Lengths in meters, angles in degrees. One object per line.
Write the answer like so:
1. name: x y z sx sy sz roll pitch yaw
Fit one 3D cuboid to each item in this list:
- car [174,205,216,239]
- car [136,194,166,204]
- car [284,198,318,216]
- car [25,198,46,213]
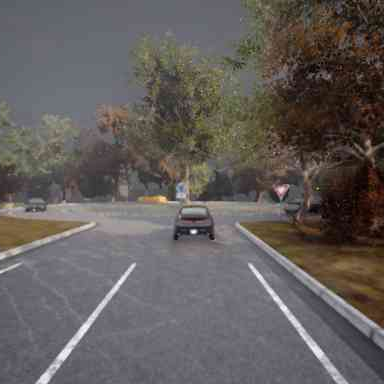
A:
1. car: 0.136 1.417 16.568 1.837 1.490 4.892 0 0 2
2. car: -6.880 1.177 56.354 5.008 1.535 1.882 0 0 -17
3. car: 10.354 1.329 30.478 4.902 1.511 2.128 0 1 -43
4. car: -16.460 1.359 35.164 2.033 1.411 5.357 0 0 -21
